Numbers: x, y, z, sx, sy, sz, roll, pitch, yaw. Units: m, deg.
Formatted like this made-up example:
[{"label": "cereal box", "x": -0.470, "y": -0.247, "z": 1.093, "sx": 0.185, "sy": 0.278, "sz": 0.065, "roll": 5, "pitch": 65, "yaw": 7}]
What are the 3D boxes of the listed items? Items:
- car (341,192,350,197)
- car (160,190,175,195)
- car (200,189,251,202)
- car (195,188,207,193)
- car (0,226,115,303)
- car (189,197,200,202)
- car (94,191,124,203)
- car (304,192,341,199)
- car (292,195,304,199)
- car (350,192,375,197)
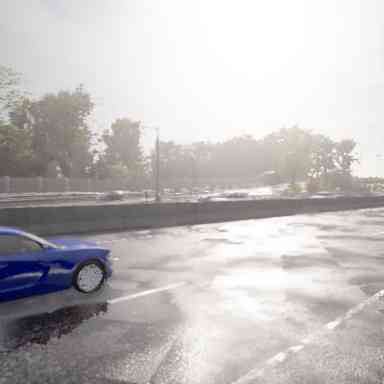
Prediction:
[{"label": "car", "x": 27.804, "y": 0.935, "z": 61.069, "sx": 5.566, "sy": 2.045, "sz": 2.150, "roll": 0, "pitch": 0, "yaw": -44}, {"label": "car", "x": -4.068, "y": 0.340, "z": 60.286, "sx": 1.812, "sy": 1.442, "sz": 4.674, "roll": 0, "pitch": 2, "yaw": 24}, {"label": "car", "x": 3.765, "y": 0.999, "z": 33.556, "sx": 5.566, "sy": 2.045, "sz": 2.150, "roll": 0, "pitch": 1, "yaw": -43}, {"label": "car", "x": 2.250, "y": -0.171, "z": 73.774, "sx": 2.128, "sy": 1.511, "sz": 4.902, "roll": 0, "pitch": 2, "yaw": 26}, {"label": "car", "x": -3.972, "y": 1.410, "z": 6.648, "sx": 5.008, "sy": 1.535, "sz": 1.882, "roll": 0, "pitch": 1, "yaw": -44}, {"label": "car", "x": 1.147, "y": 1.258, "z": 35.898, "sx": 4.892, "sy": 1.490, "sz": 1.837, "roll": 0, "pitch": 0, "yaw": -43}, {"label": "car", "x": -10.975, "y": 0.609, "z": 44.194, "sx": 2.128, "sy": 1.511, "sz": 4.902, "roll": 0, "pitch": 1, "yaw": 24}, {"label": "car", "x": 18.800, "y": 0.978, "z": 47.759, "sx": 5.566, "sy": 2.045, "sz": 2.150, "roll": 1, "pitch": 0, "yaw": -43}, {"label": "car", "x": 16.191, "y": 1.252, "z": 50.104, "sx": 4.674, "sy": 1.442, "sz": 1.812, "roll": 0, "pitch": 0, "yaw": -43}, {"label": "car", "x": 30.544, "y": 0.962, "z": 58.844, "sx": 5.566, "sy": 2.045, "sz": 2.150, "roll": 0, "pitch": 0, "yaw": -44}]
